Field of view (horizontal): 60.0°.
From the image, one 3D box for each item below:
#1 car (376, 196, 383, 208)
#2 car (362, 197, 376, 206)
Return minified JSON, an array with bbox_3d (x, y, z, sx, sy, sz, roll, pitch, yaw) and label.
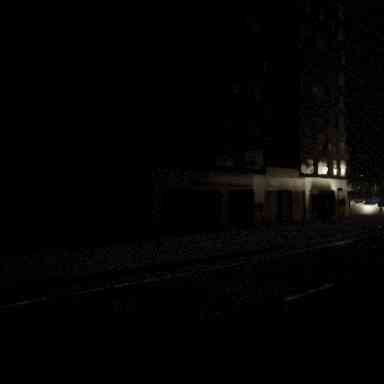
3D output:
[{"bbox_3d":[38.240,2.173,65.321,2.097,1.767,4.553,-1,-1,18],"label":"car"},{"bbox_3d":[43.114,2.585,80.297,1.895,1.301,4.718,-1,-1,18],"label":"car"}]
